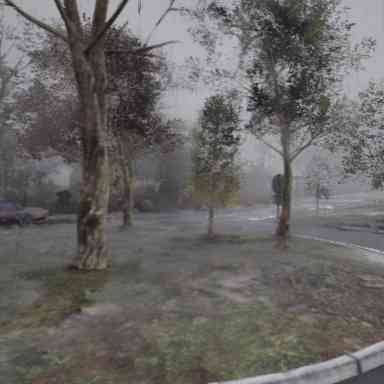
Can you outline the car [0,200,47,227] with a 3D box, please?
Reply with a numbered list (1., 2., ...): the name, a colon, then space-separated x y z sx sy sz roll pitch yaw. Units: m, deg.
1. car: -10.253 1.126 16.922 2.033 1.411 5.357 1 1 35
